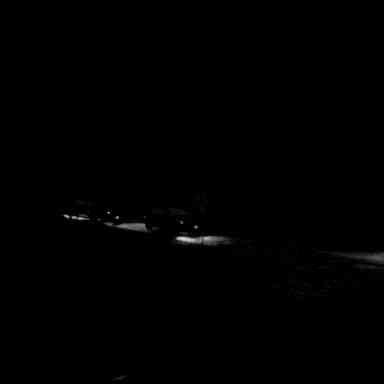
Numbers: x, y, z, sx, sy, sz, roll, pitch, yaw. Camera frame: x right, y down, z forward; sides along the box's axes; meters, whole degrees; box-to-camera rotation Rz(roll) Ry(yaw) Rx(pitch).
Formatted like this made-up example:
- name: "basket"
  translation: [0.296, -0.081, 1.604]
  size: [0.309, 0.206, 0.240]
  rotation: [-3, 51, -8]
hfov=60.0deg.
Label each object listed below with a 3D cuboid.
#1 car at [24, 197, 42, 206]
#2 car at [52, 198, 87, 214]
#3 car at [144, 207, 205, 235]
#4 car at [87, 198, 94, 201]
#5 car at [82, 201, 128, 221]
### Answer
- name: "car"
  translation: [-26.831, 1.625, 56.094]
  size: [1.812, 1.442, 4.674]
  rotation: [2, -2, -42]
- name: "car"
  translation: [-13.554, 1.548, 35.773]
  size: [2.128, 1.511, 4.902]
  rotation: [2, -1, -39]
- name: "car"
  translation: [-1.179, 1.612, 19.746]
  size: [1.812, 1.442, 4.674]
  rotation: [2, -1, -37]
- name: "car"
  translation: [-13.158, 1.487, 39.961]
  size: [2.097, 1.767, 4.553]
  rotation: [2, -1, -39]
- name: "car"
  translation: [-7.124, 1.676, 27.597]
  size: [1.895, 1.301, 4.718]
  rotation: [2, -1, -38]
